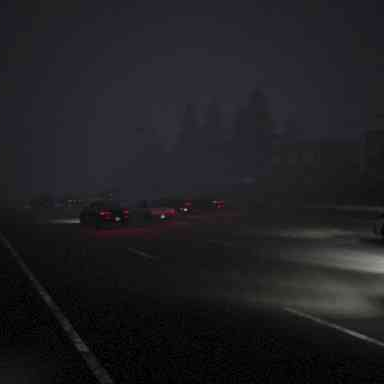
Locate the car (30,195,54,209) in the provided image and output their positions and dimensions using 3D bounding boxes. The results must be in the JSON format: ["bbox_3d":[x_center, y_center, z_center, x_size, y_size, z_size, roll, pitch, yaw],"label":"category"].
[{"bbox_3d":[-16.563,1.013,36.624,1.882,1.535,5.008,-1,1,-34],"label":"car"}]

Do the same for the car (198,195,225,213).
[{"bbox_3d":[0.868,0.990,29.488,2.128,1.511,4.902,-1,1,-34],"label":"car"}]

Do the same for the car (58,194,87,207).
[{"bbox_3d":[-14.839,1.006,40.337,2.033,1.411,5.357,-1,1,-34],"label":"car"}]

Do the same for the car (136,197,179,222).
[{"bbox_3d":[-3.085,1.246,22.822,1.895,1.301,4.718,-1,1,-34],"label":"car"}]

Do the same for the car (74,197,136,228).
[{"bbox_3d":[-5.292,1.240,19.828,1.812,1.442,4.674,-1,1,-34],"label":"car"}]

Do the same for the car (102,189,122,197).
[{"bbox_3d":[-12.101,0.515,48.810,2.150,2.045,5.566,-1,1,-34],"label":"car"}]

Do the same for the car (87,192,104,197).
[{"bbox_3d":[-14.218,0.965,45.695,1.895,1.301,4.718,-1,1,-34],"label":"car"}]

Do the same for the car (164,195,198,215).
[{"bbox_3d":[-1.851,1.065,27.260,1.837,1.490,4.892,-1,1,-34],"label":"car"}]

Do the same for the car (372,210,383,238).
[{"bbox_3d":[9.081,0.954,10.959,2.150,2.045,5.566,-1,1,-34],"label":"car"}]
